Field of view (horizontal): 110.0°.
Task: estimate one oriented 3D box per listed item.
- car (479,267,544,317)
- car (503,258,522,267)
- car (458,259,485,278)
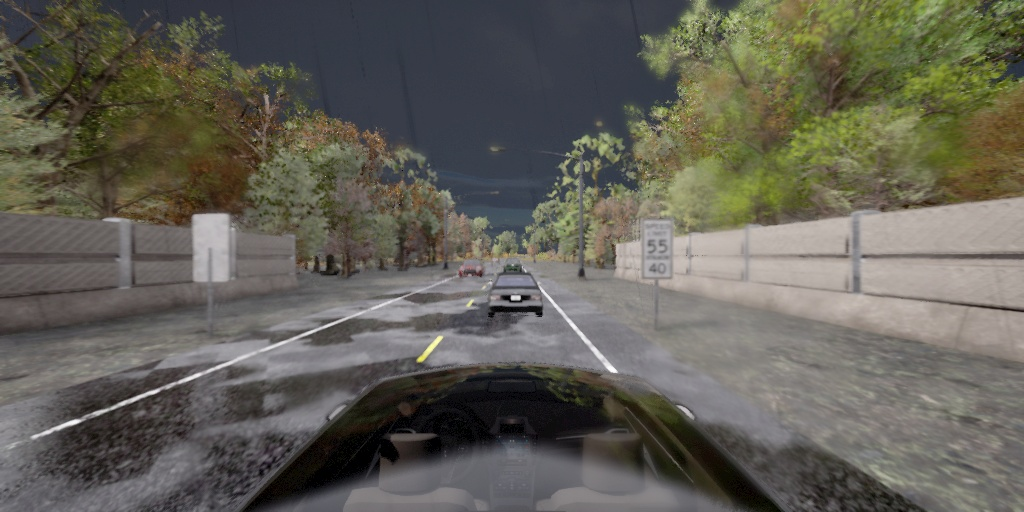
[{"bbox_3d":[0.103,1.286,13.157,2.033,1.411,5.357,0,0,0],"label":"car"},{"bbox_3d":[0.088,1.028,41.441,2.097,1.767,4.553,0,0,0],"label":"car"},{"bbox_3d":[-3.600,1.051,32.837,2.097,1.767,4.553,0,0,0],"label":"car"}]
